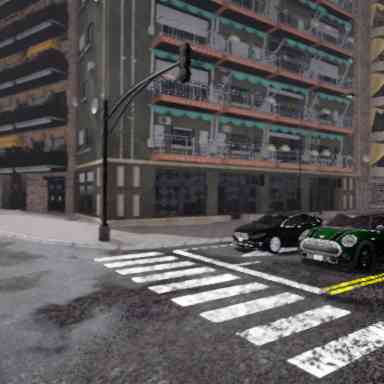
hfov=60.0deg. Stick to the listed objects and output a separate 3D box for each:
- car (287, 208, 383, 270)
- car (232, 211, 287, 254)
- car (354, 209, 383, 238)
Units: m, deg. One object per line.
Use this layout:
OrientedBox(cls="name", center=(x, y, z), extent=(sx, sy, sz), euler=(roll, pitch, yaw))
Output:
OrientedBox(cls="car", center=(5.753, 1.455, 11.503), extent=(4.553, 1.767, 2.097), euler=(1, 0, -34))
OrientedBox(cls="car", center=(3.883, 1.605, 14.164), extent=(4.892, 1.490, 1.837), euler=(1, 0, -34))
OrientedBox(cls="car", center=(12.037, 1.751, 19.501), extent=(5.357, 1.411, 2.033), euler=(1, 0, -33))
